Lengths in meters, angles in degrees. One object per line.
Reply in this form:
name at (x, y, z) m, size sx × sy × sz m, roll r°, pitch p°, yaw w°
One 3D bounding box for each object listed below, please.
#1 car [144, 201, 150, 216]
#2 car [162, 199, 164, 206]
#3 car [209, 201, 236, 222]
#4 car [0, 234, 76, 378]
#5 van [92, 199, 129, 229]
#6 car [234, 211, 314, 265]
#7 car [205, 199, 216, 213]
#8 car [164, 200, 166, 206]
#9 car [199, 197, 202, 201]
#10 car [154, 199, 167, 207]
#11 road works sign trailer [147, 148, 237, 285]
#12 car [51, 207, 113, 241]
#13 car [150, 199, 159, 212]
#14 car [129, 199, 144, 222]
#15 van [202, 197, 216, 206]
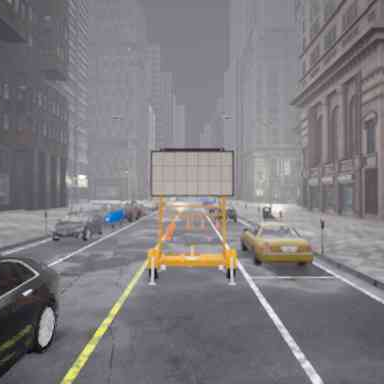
car at (-5.747, 1.792, 33.767) m, size 1.887 × 1.381 × 4.507 m, roll 0°, pitch 0°, yaw 0°
car at (-5.738, 1.914, 50.343) m, size 1.887 × 1.381 × 4.507 m, roll 0°, pitch 0°, yaw 0°
car at (2.793, 1.758, 28.220) m, size 2.008 × 1.369 × 4.403 m, roll 0°, pitch 0°, yaw 0°
car at (-2.998, 1.529, 3.403) m, size 1.837 × 1.490 × 4.892 m, roll 0°, pitch 0°, yaw 0°
van at (-5.751, 1.508, 22.718) m, size 1.690 × 1.788 × 3.998 m, roll 0°, pitch 0°, yaw 0°
car at (2.779, 1.613, 11.816) m, size 1.752 × 1.417 × 4.829 m, roll 0°, pitch 0°, yaw 0°
car at (2.803, 1.870, 39.270) m, size 1.802 × 1.307 × 4.206 m, roll 0°, pitch 0°, yaw 0°
car at (-5.736, 1.955, 55.868) m, size 1.887 × 1.381 × 4.507 m, roll 0°, pitch 0°, yaw 0°
car at (2.822, 1.996, 61.369) m, size 1.887 × 1.381 × 4.507 m, roll 0°, pitch 0°, yaw 0°
car at (-5.733, 1.996, 61.393) m, size 1.887 × 1.381 × 4.507 m, roll 0°, pitch 0°, yaw 0°
road works sign trailer at (0.007, 0.536, 9.693) m, size 2.380 × 3.560 × 2.880 m, roll 0°, pitch 0°, yaw 0°
car at (-5.755, 1.677, 17.191) m, size 2.008 × 1.369 × 4.403 m, roll 0°, pitch 0°, yaw 0°
car at (-5.741, 1.853, 44.648) m, size 1.752 × 1.417 × 4.829 m, roll 0°, pitch 0°, yaw 0°
car at (-5.748, 1.522, 28.244) m, size 2.192 × 1.841 × 5.009 m, roll 0°, pitch 0°, yaw 0°
van at (2.813, 1.711, 50.321) m, size 1.690 × 1.788 × 3.998 m, roll 0°, pitch 0°, yaw 0°
